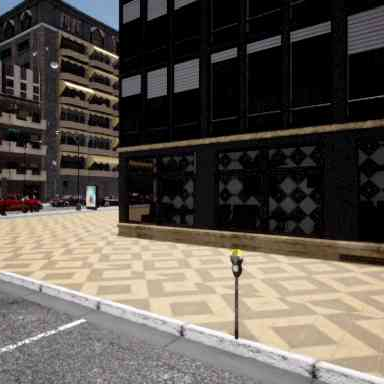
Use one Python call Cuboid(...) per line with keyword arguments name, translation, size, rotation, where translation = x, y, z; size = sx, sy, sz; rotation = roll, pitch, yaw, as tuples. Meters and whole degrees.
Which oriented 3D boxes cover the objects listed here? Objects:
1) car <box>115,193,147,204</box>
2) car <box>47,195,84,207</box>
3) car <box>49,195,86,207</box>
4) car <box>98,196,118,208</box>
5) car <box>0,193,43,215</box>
Cuboid(name="car", translation=(-8.869, 0.853, 48.509), size=(1.812, 1.442, 4.674), rotation=(0, 1, 35))
Cuboid(name="car", translation=(-16.141, 1.074, 42.654), size=(1.802, 1.307, 4.206), rotation=(1, 2, 35))
Cuboid(name="car", translation=(-14.674, 1.082, 40.265), size=(1.994, 1.385, 4.181), rotation=(0, 1, 35))
Cuboid(name="car", translation=(-9.247, 1.072, 37.891), size=(1.947, 1.339, 4.313), rotation=(1, 2, 35))
Cuboid(name="car", translation=(-15.620, 1.029, 28.805), size=(2.192, 1.841, 5.009), rotation=(1, 2, 35))
